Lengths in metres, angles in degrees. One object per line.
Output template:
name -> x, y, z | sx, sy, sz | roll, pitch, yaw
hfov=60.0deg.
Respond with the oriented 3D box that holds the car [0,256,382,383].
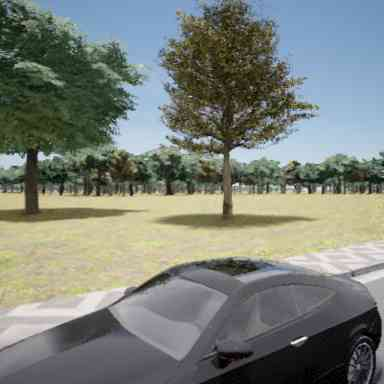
car -> 0.248, 1.519, 3.554 | 4.674, 1.442, 1.812 | 0, 0, -35
